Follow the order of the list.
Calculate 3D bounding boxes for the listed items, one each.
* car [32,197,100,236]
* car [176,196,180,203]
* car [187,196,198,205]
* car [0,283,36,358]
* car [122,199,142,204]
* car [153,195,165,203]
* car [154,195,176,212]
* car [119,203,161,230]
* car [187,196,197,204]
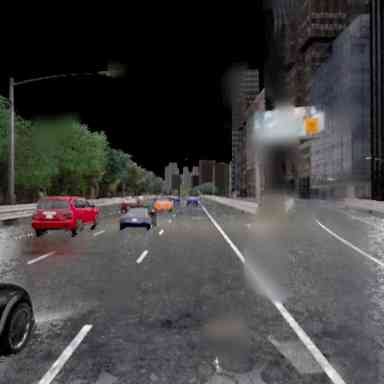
[{"bbox_3d":[-6.910,1.287,18.795,2.150,2.045,5.566,0,0,0],"label":"car"},{"bbox_3d":[-3.537,1.625,71.834,1.882,1.535,5.008,0,0,0],"label":"car"},{"bbox_3d":[0.077,1.603,59.922,1.882,1.535,5.008,0,0,0],"label":"car"},{"bbox_3d":[-3.403,1.578,3.448,1.994,1.385,4.181,0,0,0],"label":"car"},{"bbox_3d":[-6.923,1.579,38.703,1.882,1.535,5.008,0,0,0],"label":"car"},{"bbox_3d":[-7.038,1.503,71.802,2.097,1.767,4.553,0,0,0],"label":"car"},{"bbox_3d":[-3.421,1.456,41.119,2.097,1.767,4.553,0,0,0],"label":"car"},{"bbox_3d":[-3.411,1.637,21.757,1.994,1.385,4.181,0,0,0],"label":"car"},{"bbox_3d":[-0.038,1.674,72.266,2.128,1.511,4.902,0,0,0],"label":"car"}]
